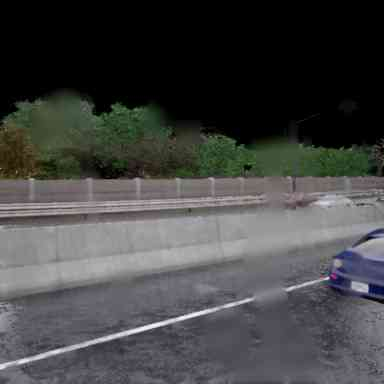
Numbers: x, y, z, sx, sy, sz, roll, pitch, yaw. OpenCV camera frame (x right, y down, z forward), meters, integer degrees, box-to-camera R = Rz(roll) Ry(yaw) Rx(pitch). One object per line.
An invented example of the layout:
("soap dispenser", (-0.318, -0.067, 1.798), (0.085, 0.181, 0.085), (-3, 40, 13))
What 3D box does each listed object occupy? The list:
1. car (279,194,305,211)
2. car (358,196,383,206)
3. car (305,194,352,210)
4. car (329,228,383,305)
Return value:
("car", (10.825, 0.986, 33.124), (5.008, 1.535, 1.882), (-2, 1, -35))
("car", (16.097, 1.062, 28.266), (4.718, 1.301, 1.895), (-2, 1, -35))
("car", (12.680, 1.041, 30.152), (4.674, 1.442, 1.812), (-2, 1, -35))
("car", (4.817, 1.477, 7.179), (4.674, 1.442, 1.812), (-1, 0, -35))
